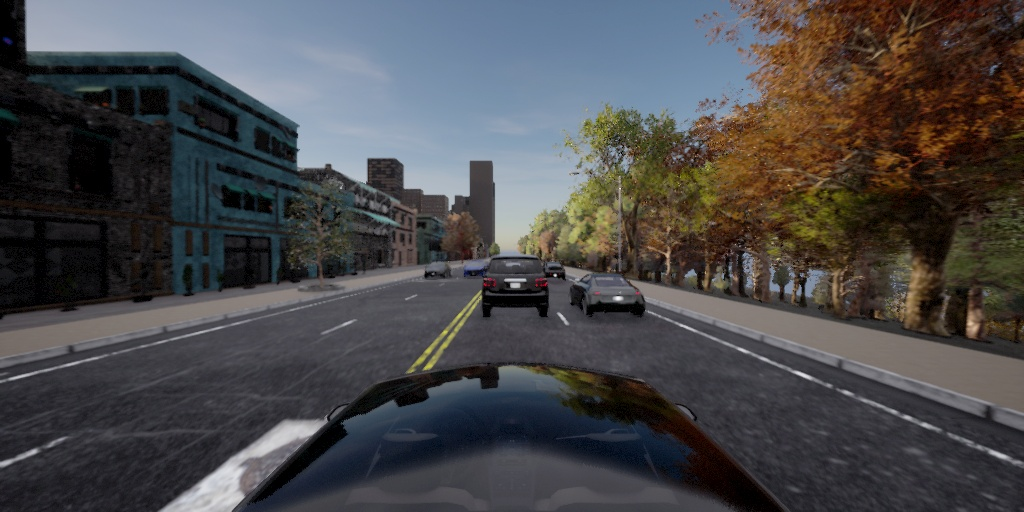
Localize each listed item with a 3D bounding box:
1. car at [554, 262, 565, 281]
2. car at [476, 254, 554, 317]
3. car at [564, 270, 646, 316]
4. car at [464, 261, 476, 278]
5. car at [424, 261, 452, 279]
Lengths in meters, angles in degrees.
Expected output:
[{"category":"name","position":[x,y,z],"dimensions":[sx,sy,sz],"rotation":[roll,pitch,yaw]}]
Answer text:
[{"category":"car","position":[3.359,1.245,30.257],"dimensions":[1.837,1.490,4.892],"rotation":[0,0,0]},{"category":"car","position":[0.103,0.967,13.340],"dimensions":[2.150,2.045,5.566],"rotation":[0,0,0]},{"category":"car","position":[3.354,1.310,13.318],"dimensions":[1.994,1.385,4.181],"rotation":[0,0,0]},{"category":"car","position":[-3.335,1.216,33.424],"dimensions":[1.882,1.535,5.008],"rotation":[0,0,0]},{"category":"car","position":[-6.585,1.244,32.338],"dimensions":[1.837,1.490,4.892],"rotation":[0,0,0]}]
